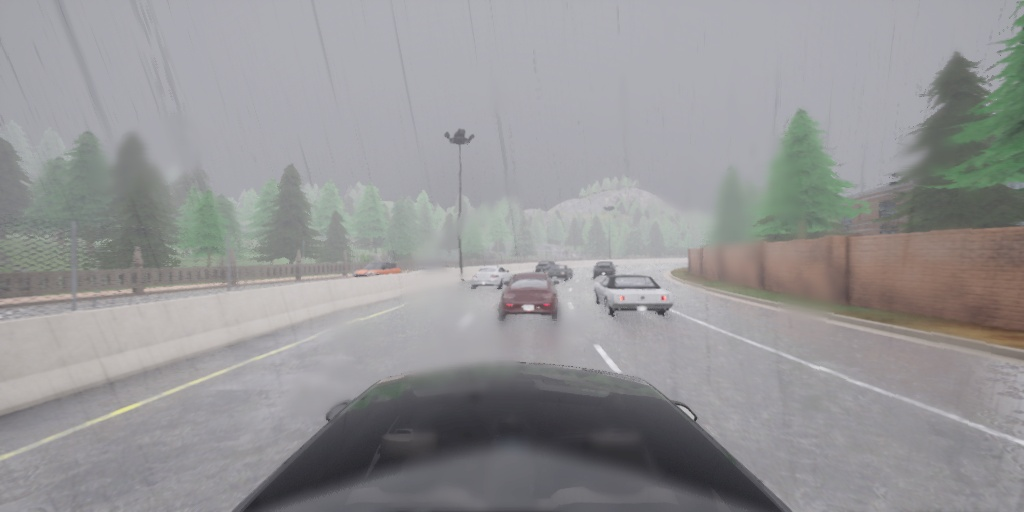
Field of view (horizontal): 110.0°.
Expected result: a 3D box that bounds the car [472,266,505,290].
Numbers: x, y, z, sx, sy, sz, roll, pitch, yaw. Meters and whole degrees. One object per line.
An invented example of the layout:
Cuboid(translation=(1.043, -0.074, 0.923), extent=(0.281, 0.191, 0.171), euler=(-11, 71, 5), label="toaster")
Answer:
Cuboid(translation=(-1.231, 1.342, 23.304), extent=(1.812, 1.442, 4.674), euler=(-1, 0, 11), label="car")

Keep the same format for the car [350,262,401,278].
Cuboid(translation=(-10.909, 1.302, 28.978), extent=(2.097, 1.767, 4.553), euler=(-1, 0, 15), label="car")

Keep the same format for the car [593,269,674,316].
Cuboid(translation=(4.196, 1.327, 13.185), extent=(1.895, 1.301, 4.718), euler=(-1, 0, 5), label="car")

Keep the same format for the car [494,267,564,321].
Cuboid(translation=(0.661, 1.293, 12.398), extent=(1.812, 1.442, 4.674), euler=(-1, 0, 5), label="car")

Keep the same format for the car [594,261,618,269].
Cuboid(translation=(8.436, 1.225, 32.372), extent=(1.837, 1.490, 4.892), euler=(-1, 0, 18), label="car")

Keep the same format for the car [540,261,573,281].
Cuboid(translation=(3.974, 1.370, 29.987), extent=(1.895, 1.301, 4.718), euler=(-1, 0, 16), label="car")

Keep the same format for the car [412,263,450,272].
Cuboid(translation=(-6.854, 1.397, 30.723), extent=(2.128, 1.511, 4.902), euler=(-1, 0, 15), label="car")

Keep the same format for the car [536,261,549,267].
Cuboid(translation=(4.093, 1.298, 40.679), extent=(1.837, 1.490, 4.892), euler=(-1, 0, 22), label="car")
